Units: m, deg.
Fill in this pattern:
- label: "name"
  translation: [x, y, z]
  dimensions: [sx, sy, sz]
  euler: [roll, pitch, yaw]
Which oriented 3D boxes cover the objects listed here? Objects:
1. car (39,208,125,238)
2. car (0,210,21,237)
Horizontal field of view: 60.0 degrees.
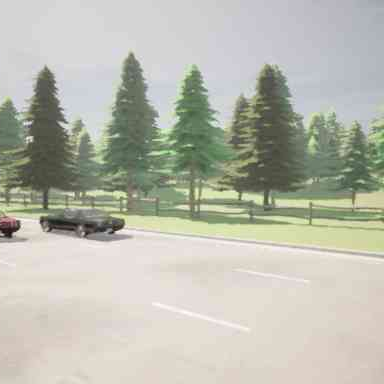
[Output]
- label: "car"
  translation: [-5.607, 1.446, 16.590]
  dimensions: [4.718, 1.301, 1.895]
  euler: [1, 0, 35]
- label: "car"
  translation: [-9.991, 1.411, 15.417]
  dimensions: [4.718, 1.301, 1.895]
  euler: [1, 0, 35]
